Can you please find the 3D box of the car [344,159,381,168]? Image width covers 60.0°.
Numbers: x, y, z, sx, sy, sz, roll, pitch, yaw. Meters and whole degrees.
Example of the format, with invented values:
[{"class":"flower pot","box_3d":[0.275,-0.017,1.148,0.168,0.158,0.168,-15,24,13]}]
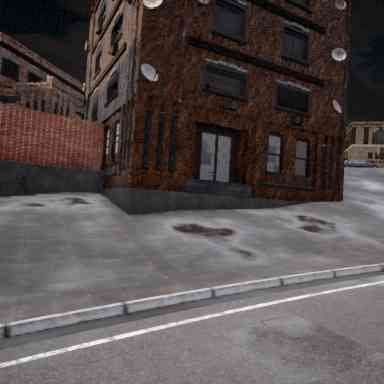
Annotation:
[{"class":"car","box_3d":[21.203,-3.297,41.903,4.553,1.767,2.185,2,-3,15]}]
